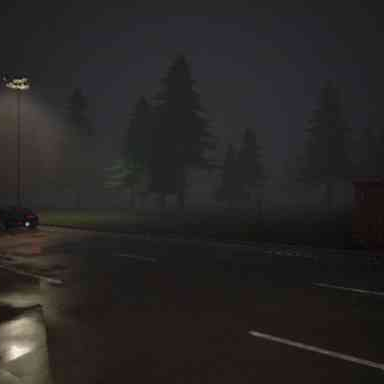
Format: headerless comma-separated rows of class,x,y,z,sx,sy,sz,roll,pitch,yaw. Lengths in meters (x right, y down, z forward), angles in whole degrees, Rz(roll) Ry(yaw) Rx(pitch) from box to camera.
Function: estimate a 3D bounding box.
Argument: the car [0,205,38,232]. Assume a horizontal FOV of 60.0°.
car,-11.600,1.611,20.862,4.892,1.490,1.837,0,0,35
